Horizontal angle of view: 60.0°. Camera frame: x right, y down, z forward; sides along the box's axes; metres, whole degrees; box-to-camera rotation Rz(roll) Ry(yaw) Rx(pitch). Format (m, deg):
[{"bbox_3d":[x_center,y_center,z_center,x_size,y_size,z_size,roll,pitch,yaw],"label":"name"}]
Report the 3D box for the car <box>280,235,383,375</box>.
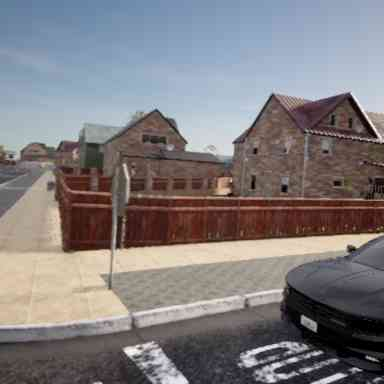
[{"bbox_3d":[3.673,1.360,5.071,5.008,1.535,1.882,1,3,-26],"label":"car"}]
